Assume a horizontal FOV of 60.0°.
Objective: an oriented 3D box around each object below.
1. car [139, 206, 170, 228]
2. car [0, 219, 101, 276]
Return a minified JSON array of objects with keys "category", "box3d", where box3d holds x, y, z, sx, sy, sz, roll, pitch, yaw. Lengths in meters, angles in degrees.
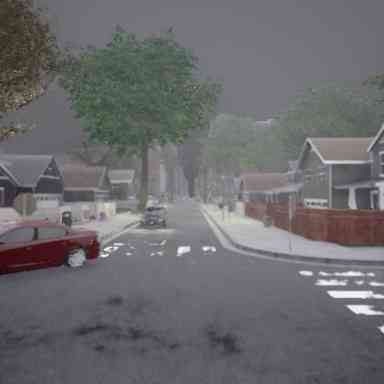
[{"category":"car","box3d":[-2.734,1.859,24.997,1.837,1.490,4.892,0,0,0]},{"category":"car","box3d":[-5.189,1.600,9.849,5.008,1.535,1.882,1,3,-45]}]
